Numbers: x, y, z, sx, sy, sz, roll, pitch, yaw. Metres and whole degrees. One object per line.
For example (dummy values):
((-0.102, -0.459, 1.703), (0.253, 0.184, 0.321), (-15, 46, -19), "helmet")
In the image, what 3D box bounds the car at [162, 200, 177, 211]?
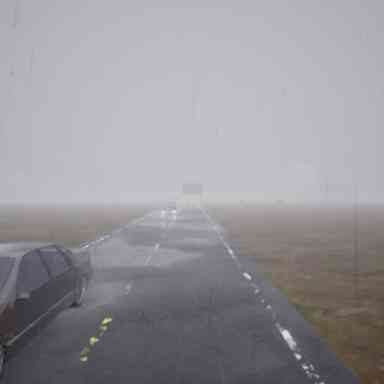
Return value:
((-3.066, 1.772, 45.433), (1.812, 1.442, 4.674), (0, 0, 0), "car")

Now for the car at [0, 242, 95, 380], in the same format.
((-3.099, 1.577, 5.290), (2.033, 1.411, 5.357), (0, 0, 0), "car")

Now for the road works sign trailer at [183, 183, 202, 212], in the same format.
((0.015, 0.692, 42.023), (2.380, 3.560, 2.880), (0, 0, 0), "road works sign trailer")
